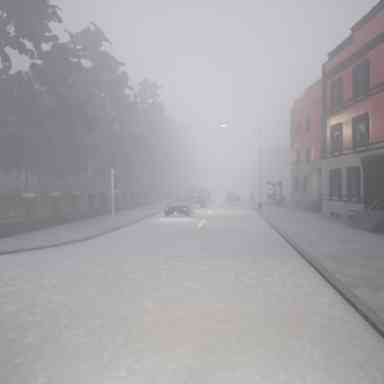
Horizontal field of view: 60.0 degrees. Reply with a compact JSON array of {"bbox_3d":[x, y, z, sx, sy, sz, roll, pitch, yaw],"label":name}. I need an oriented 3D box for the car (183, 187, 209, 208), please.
[{"bbox_3d":[0.325,0.572,36.331,2.150,2.045,5.566,0,1,6],"label":"car"}]

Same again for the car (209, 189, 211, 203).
[{"bbox_3d":[1.471,0.395,45.981,2.150,2.045,5.566,0,1,7],"label":"car"}]

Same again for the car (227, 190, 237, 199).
[{"bbox_3d":[7.121,0.418,59.270,1.837,1.490,4.892,0,1,7],"label":"car"}]

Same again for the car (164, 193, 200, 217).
[{"bbox_3d":[-0.854,1.082,26.219,2.033,1.411,5.357,0,1,7],"label":"car"}]

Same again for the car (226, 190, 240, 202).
[{"bbox_3d":[5.732,0.710,46.522,1.994,1.385,4.181,0,1,7],"label":"car"}]
